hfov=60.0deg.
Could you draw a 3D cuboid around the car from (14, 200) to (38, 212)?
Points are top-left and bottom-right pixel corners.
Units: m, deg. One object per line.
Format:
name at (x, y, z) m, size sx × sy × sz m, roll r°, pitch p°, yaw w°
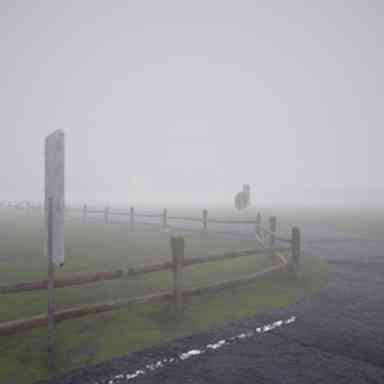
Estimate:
car at (-23.591, 1.886, 47.269) m, size 2.097 × 1.767 × 4.553 m, roll 0°, pitch -1°, yaw -44°
